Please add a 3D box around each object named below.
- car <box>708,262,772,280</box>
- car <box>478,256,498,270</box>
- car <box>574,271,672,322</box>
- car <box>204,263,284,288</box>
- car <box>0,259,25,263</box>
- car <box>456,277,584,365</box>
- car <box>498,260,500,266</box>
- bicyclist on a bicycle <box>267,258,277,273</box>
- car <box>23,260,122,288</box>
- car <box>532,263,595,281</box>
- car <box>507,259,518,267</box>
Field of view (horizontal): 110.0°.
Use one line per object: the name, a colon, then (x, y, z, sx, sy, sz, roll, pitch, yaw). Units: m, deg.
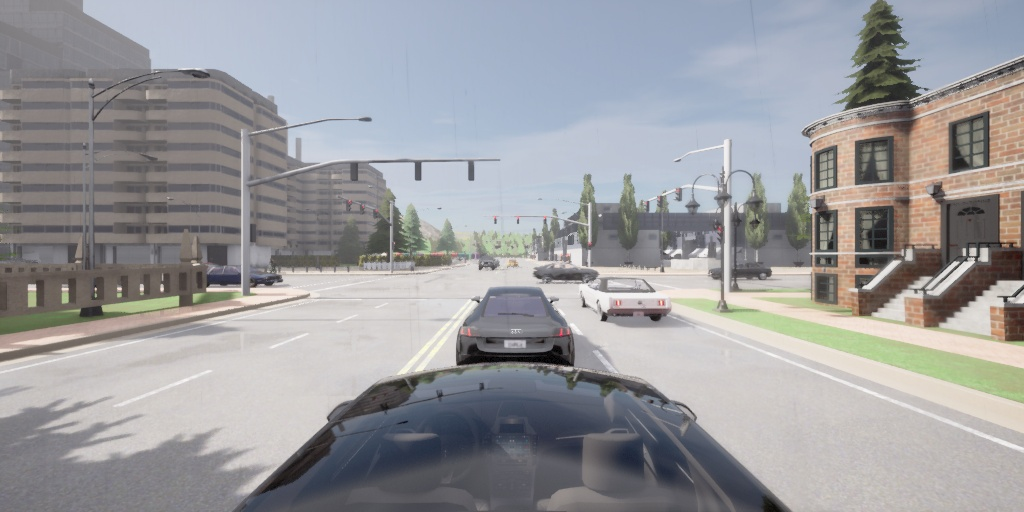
car: (19.090, 1.255, 30.122, 4.892, 1.490, 1.837, 0, 0, -1)
car: (-3.583, 0.971, 51.958, 2.150, 2.045, 5.566, 0, 0, 1)
car: (3.583, 1.351, 12.335, 1.895, 1.301, 4.718, 0, 0, 0)
car: (-17.965, 1.297, 23.249, 5.357, 1.411, 2.033, 0, 0, 0)
car: (-36.474, 1.102, 26.769, 4.553, 1.767, 2.097, 0, 0, 0)
car: (0.064, 1.314, 7.486, 1.994, 1.385, 4.181, 0, 0, 0)
car: (-3.560, 1.314, 61.930, 1.994, 1.385, 4.181, 0, 0, 0)
bicyclist on a bicycle: (-25.245, 1.052, 37.737, 0.582, 1.620, 1.656, 0, 0, 0)
car: (-27.785, 1.228, 23.256, 5.008, 1.535, 1.882, 0, 0, 0)
car: (3.925, 1.241, 26.344, 4.902, 1.511, 2.128, 0, 0, 1)
car: (0.107, 1.227, 63.783, 1.882, 1.535, 5.008, 0, 0, 0)
